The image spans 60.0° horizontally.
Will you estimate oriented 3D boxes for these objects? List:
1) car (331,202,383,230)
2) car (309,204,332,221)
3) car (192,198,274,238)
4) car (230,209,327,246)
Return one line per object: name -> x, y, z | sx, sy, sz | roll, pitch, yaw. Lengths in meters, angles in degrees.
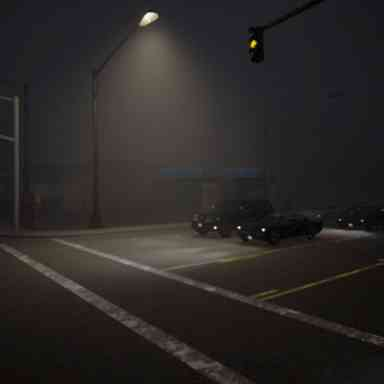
car -> 11.705, 1.657, 22.458 | 5.357, 1.411, 2.033 | 0, -1, -44
car -> 9.966, 1.681, 25.687 | 1.812, 1.442, 4.674 | -1, -1, 44
car -> 2.578, 1.389, 19.320 | 5.566, 2.045, 2.150 | 0, -1, -39
car -> 4.327, 1.724, 16.248 | 4.718, 1.301, 1.895 | 0, -1, -38
